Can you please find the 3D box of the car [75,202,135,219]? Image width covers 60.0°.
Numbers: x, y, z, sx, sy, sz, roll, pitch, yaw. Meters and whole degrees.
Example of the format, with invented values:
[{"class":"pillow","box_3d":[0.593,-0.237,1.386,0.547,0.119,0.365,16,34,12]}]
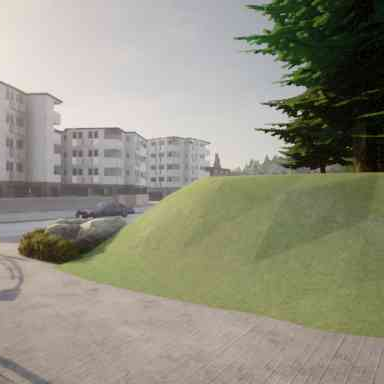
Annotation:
[{"class":"car","box_3d":[-7.333,1.544,28.703,2.033,1.411,5.357,0,0,36]}]
